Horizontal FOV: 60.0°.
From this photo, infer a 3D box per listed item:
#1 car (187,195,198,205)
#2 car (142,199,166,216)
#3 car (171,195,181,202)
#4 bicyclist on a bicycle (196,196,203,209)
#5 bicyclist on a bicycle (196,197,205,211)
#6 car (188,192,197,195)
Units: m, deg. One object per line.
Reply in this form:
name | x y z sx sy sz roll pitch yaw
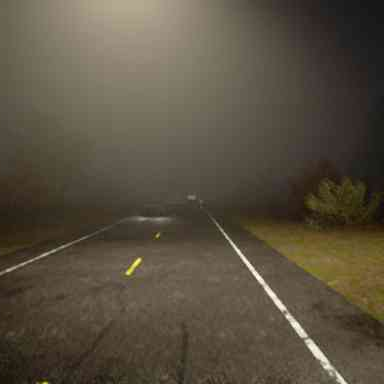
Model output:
car | 0.069 1.531 55.639 1.895 1.301 4.718 0 0 0
car | -3.607 1.451 31.924 1.882 1.535 5.008 0 0 0
car | -3.523 1.353 72.478 1.812 1.442 4.674 0 0 0
bicyclist on a bicycle | 0.960 1.391 43.116 0.866 1.612 1.509 0 0 0
bicyclist on a bicycle | 0.944 1.405 34.611 0.866 1.612 1.509 0 0 0
car | -0.023 1.106 74.038 2.150 2.045 5.566 0 0 0
